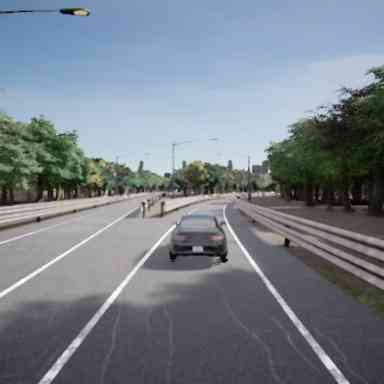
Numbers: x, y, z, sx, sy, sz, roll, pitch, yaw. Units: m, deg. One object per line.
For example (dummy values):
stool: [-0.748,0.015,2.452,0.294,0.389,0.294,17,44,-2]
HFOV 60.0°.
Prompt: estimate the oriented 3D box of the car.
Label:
car: [0.243,1.496,11.974,1.812,1.442,4.674,0,0,2]
